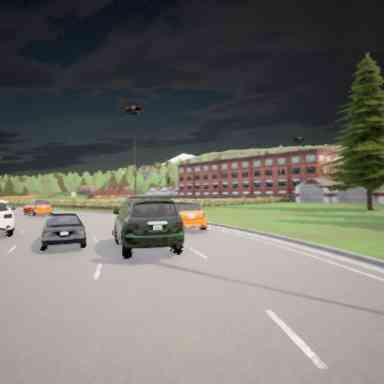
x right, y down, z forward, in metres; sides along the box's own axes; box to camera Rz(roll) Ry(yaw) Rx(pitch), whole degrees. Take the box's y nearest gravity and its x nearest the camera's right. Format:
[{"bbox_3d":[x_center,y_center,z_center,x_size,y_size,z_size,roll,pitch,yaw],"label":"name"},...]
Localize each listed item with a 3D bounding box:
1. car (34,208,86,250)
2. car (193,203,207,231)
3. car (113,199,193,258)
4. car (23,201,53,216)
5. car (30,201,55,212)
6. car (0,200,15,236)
[{"bbox_3d":[-5.993,1.703,15.412,2.033,1.411,5.357,-1,0,-22],"label":"car"},{"bbox_3d":[-0.861,1.402,20.333,2.097,1.767,4.553,-2,0,-23],"label":"car"},{"bbox_3d":[-1.911,1.285,13.519,2.150,2.045,5.566,-1,0,-17],"label":"car"},{"bbox_3d":[-17.907,1.803,38.445,2.097,1.767,4.553,-1,0,-42],"label":"car"},{"bbox_3d":[-21.335,2.066,47.338,1.812,1.442,4.674,-1,0,-43],"label":"car"},{"bbox_3d":[-11.976,1.514,20.011,2.150,2.045,5.566,0,-1,-30],"label":"car"}]
